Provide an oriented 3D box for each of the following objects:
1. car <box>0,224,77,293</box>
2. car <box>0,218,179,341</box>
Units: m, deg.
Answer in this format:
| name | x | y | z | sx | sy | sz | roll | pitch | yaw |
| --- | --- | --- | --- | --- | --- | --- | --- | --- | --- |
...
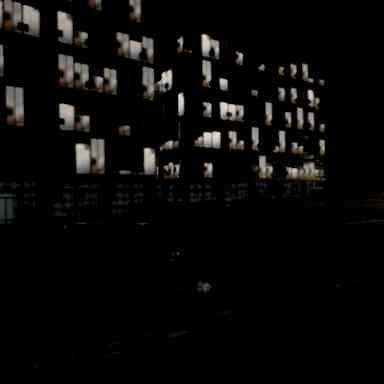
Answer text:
| name | x | y | z | sx | sy | sz | roll | pitch | yaw |
| --- | --- | --- | --- | --- | --- | --- | --- | --- | --- |
| car | -5.384 | 1.600 | 7.828 | 4.718 | 1.301 | 1.895 | 0 | 0 | -36 |
| car | -2.545 | 1.349 | 5.862 | 4.553 | 1.767 | 2.097 | 0 | 0 | -36 |
